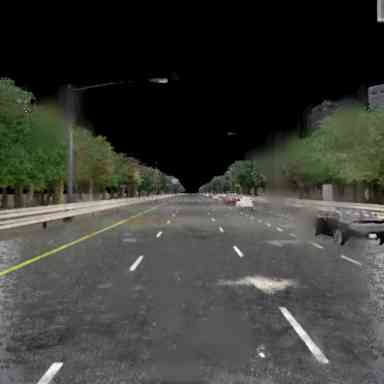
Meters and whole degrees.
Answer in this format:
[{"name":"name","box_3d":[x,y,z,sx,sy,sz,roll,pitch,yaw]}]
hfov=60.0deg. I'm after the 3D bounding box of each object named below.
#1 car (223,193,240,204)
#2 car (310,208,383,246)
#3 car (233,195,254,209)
[{"name":"car","box_3d":[7.002,1.374,61.747,2.097,1.767,4.553,0,0,0]},{"name":"car","box_3d":[7.001,1.495,15.313,2.128,1.511,4.902,0,0,0]},{"name":"car","box_3d":[6.999,1.545,44.412,1.812,1.442,4.674,0,0,0]}]
